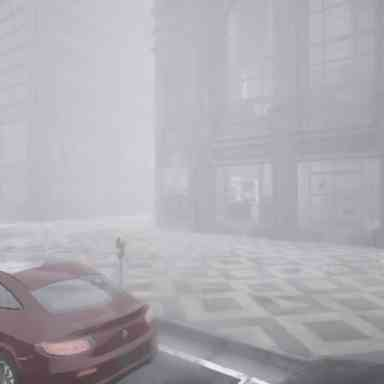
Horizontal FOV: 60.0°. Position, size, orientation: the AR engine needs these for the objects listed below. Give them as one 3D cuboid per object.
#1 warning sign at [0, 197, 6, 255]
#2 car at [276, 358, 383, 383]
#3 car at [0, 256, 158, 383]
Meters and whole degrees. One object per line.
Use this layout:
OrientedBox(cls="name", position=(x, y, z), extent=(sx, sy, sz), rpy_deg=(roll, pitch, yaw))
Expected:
OrientedBox(cls="warning sign", position=(-6.927, 1.117, 10.731), extent=(1.060, 1.860, 1.300), rpy_deg=(0, 0, 36))
OrientedBox(cls="car", position=(2.238, 1.566, 1.371), extent=(4.313, 1.339, 1.947), rpy_deg=(0, 0, 36))
OrientedBox(cls="car", position=(-2.350, 1.582, 4.644), extent=(4.206, 1.307, 1.802), rpy_deg=(0, 0, 36))
